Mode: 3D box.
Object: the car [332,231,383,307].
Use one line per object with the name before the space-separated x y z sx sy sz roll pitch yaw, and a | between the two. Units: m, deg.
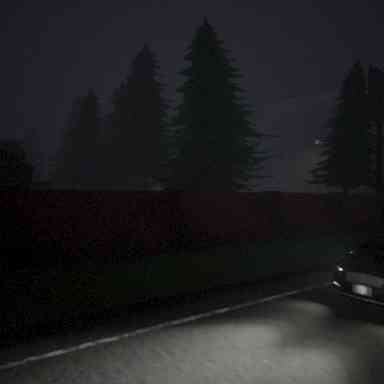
car | 5.190 1.584 7.656 4.902 1.511 2.128 0 0 -35
